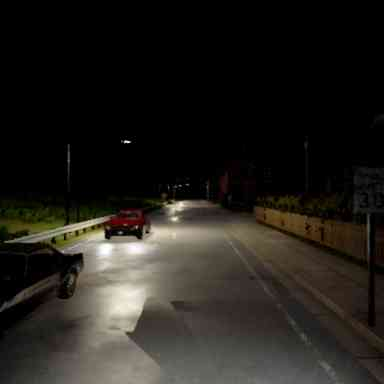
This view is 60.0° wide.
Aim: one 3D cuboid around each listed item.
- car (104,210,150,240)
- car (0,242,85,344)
[{"bbox_3d":[-3.416,1.718,18.315,1.812,1.442,4.674,0,-1,1],"label":"car"},{"bbox_3d":[-3.565,1.663,5.947,1.895,1.301,4.718,0,-1,0],"label":"car"}]
